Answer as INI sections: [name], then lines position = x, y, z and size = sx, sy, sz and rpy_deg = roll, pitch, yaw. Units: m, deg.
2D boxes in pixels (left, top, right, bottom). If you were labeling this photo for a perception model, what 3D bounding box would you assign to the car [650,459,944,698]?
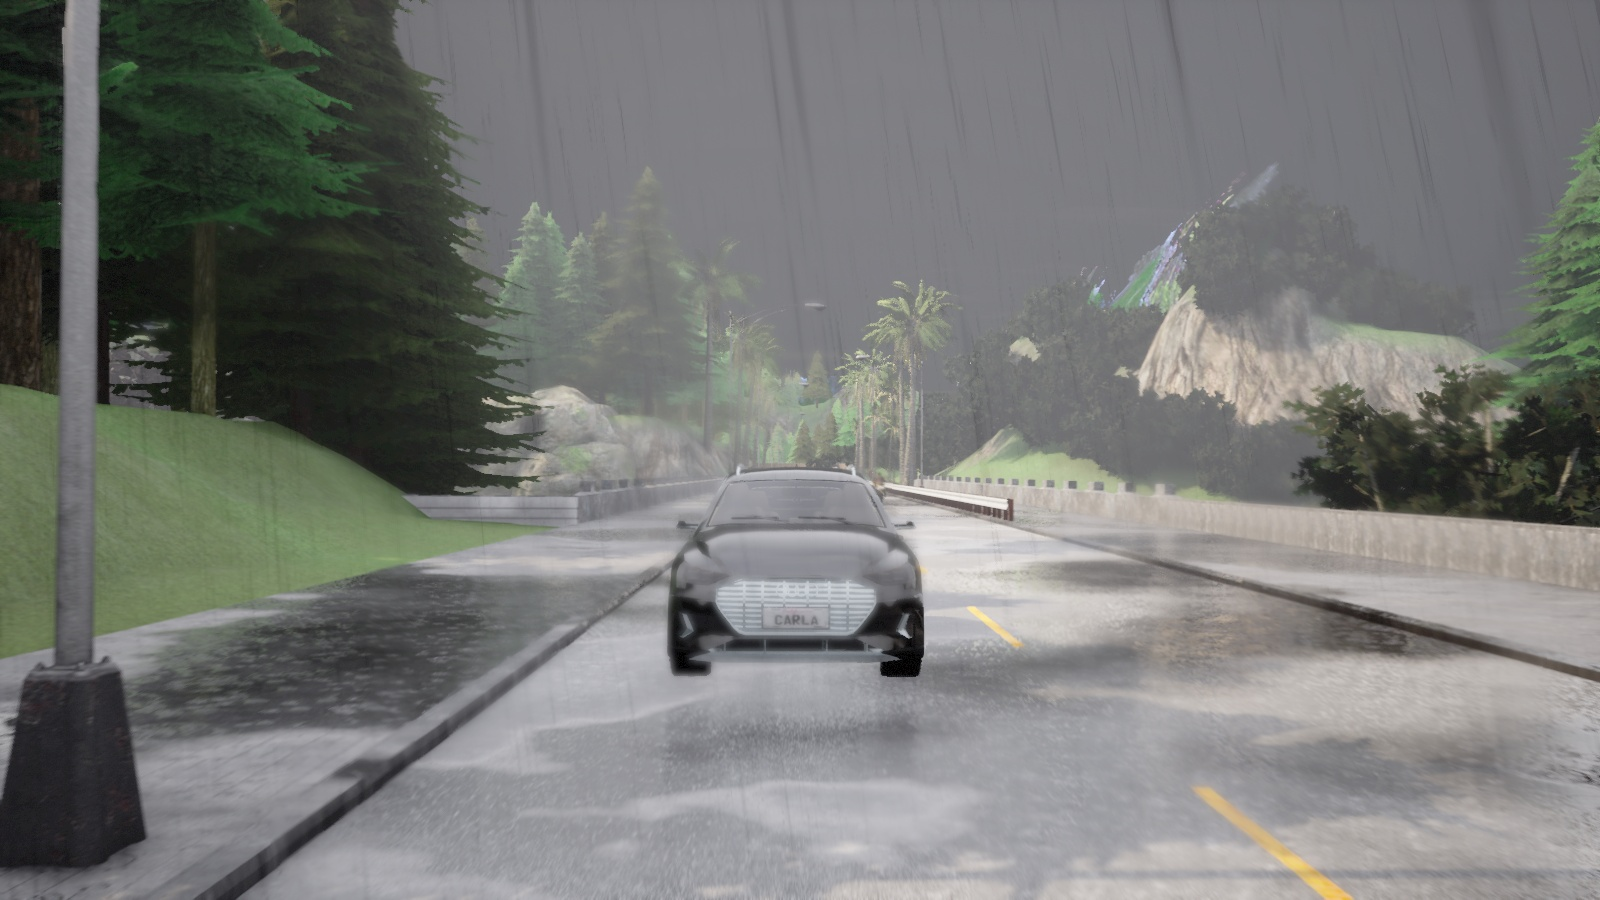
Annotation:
[car]
position = -0.026, 0.932, 11.151
size = 2.033, 1.649, 4.856
rpy_deg = 0, -1, 0
